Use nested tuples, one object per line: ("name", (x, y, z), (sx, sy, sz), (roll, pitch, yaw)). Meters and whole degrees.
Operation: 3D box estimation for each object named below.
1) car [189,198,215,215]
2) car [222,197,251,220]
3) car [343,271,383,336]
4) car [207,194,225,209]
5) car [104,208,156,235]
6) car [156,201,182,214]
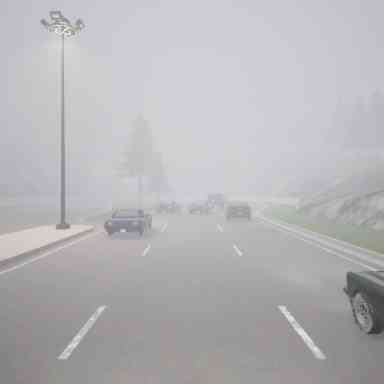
("car", (0.947, 1.599, 34.402), (1.895, 1.301, 4.718), (0, 0, 9))
("car", (3.781, 1.476, 27.996), (1.882, 1.535, 5.008), (0, 0, 2))
("car", (3.603, 1.600, 3.760), (1.895, 1.301, 4.718), (0, 0, 0))
("car", (3.423, 1.219, 44.454), (2.150, 2.045, 5.566), (0, 0, 16))
("car", (-3.392, 1.600, 18.621), (1.895, 1.301, 4.718), (0, 0, 0))
("car", (-2.404, 1.599, 35.906), (1.895, 1.301, 4.718), (0, 0, 11))
